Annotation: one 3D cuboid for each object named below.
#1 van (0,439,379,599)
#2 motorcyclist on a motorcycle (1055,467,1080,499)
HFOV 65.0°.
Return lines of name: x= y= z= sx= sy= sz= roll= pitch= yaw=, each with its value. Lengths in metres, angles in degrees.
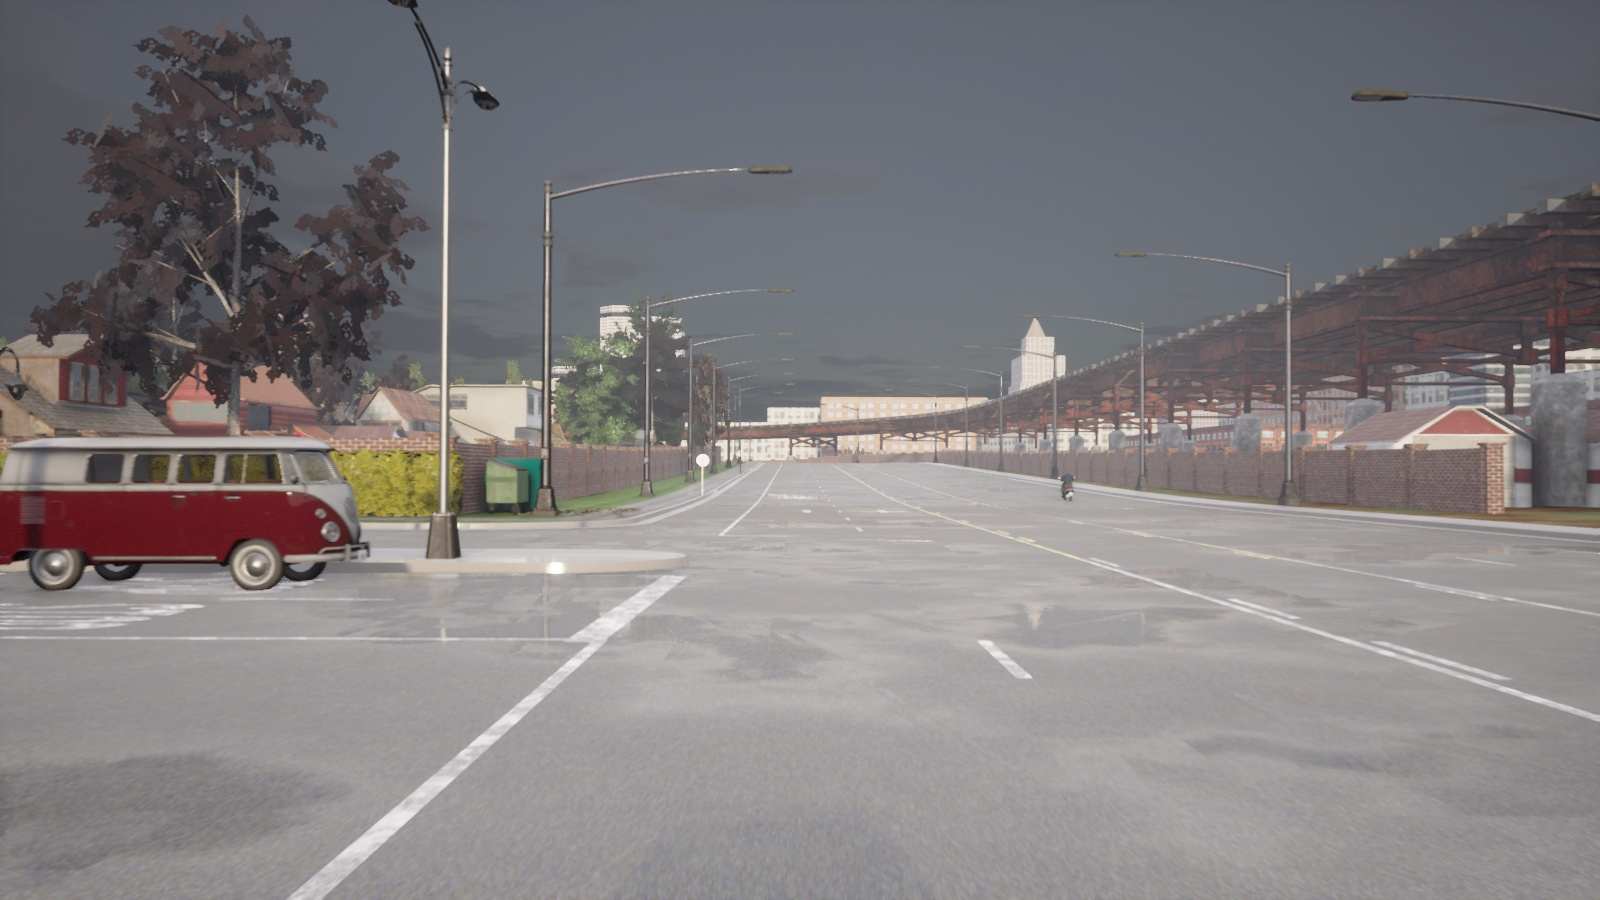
van: x=-8.134 y=0.882 z=16.749 sx=4.442 sy=1.987 sz=1.775 roll=0 pitch=-1 yaw=0
motorcyclist on a motorcycle: x=13.716 y=1.702 z=64.458 sx=0.866 sy=1.590 sz=1.817 roll=0 pitch=0 yaw=0
